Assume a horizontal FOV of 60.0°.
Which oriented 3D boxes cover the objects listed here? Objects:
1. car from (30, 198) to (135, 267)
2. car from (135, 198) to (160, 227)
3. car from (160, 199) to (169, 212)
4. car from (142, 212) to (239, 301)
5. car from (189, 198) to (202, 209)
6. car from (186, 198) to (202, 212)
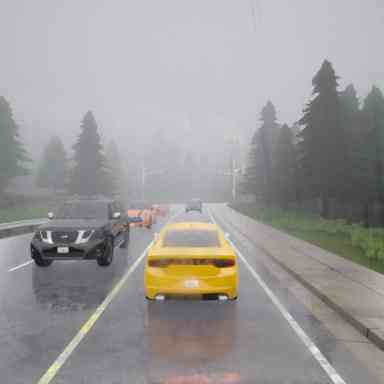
[{"bbox_3d":[-3.628,1.253,11.928,2.150,2.045,5.566,0,0,-2],"label":"car"},{"bbox_3d":[-3.589,1.417,22.222,2.097,1.767,4.553,0,0,0],"label":"car"},{"bbox_3d":[-3.450,1.451,32.473,2.097,1.767,4.553,0,0,1],"label":"car"},{"bbox_3d":[-0.011,1.498,8.451,1.882,1.535,5.008,0,0,0],"label":"car"},{"bbox_3d":[0.607,1.659,49.405,1.837,1.490,4.892,0,0,2],"label":"car"},{"bbox_3d":[0.224,1.668,39.012,2.033,1.411,5.357,0,0,2],"label":"car"}]
